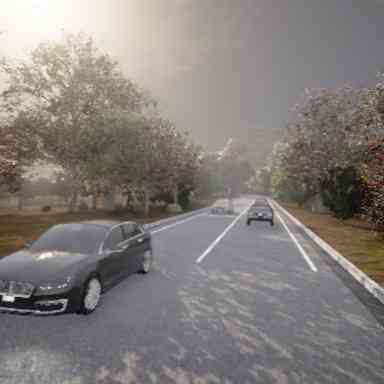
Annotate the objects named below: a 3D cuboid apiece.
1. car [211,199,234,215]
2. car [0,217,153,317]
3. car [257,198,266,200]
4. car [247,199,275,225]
[{"bbox_3d":[3.068,1.409,32.823,1.812,1.442,4.674,2,0,12],"label":"car"},{"bbox_3d":[-2.311,1.383,7.482,1.837,1.490,4.892,2,0,12],"label":"car"},{"bbox_3d":[9.324,1.548,44.789,2.033,1.411,5.357,2,0,12],"label":"car"},{"bbox_3d":[5.019,1.546,24.305,2.033,1.411,5.357,2,0,12],"label":"car"}]
